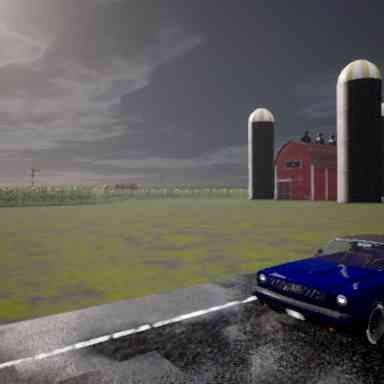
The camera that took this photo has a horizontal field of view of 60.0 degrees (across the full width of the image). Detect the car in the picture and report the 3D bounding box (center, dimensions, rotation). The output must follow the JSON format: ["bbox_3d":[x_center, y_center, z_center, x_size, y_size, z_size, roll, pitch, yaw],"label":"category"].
[{"bbox_3d":[3.385,1.559,6.398,4.718,1.301,1.895,0,0,-35],"label":"car"}]
